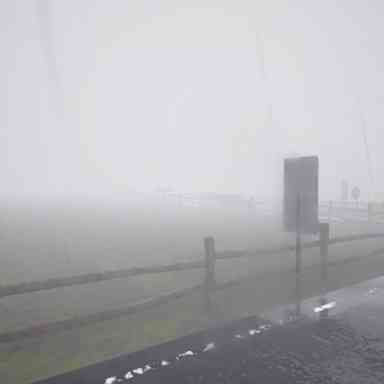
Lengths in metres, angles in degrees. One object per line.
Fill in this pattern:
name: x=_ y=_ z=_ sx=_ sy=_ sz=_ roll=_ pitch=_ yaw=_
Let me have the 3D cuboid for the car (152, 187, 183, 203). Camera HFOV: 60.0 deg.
car: x=-3.431 y=0.330 z=45.243 sx=2.150 sy=2.045 sz=5.566 roll=1 pitch=1 yaw=-35

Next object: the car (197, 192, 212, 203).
car: x=2.571 y=0.761 z=41.803 sx=1.882 sy=1.535 sz=5.008 roll=1 pitch=1 yaw=-35

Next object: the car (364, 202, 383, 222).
car: x=13.595 y=1.271 z=20.979 sx=1.882 sy=1.535 sz=5.008 roll=1 pitch=1 yaw=-35

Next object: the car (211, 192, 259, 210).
car: x=4.560 y=0.904 z=33.844 sx=1.882 sy=1.535 sz=5.008 roll=1 pitch=1 yaw=-35

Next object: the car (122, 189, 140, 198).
car: x=-11.298 y=0.228 z=61.534 sx=2.128 sy=1.511 sz=4.902 roll=1 pitch=1 yaw=-35
